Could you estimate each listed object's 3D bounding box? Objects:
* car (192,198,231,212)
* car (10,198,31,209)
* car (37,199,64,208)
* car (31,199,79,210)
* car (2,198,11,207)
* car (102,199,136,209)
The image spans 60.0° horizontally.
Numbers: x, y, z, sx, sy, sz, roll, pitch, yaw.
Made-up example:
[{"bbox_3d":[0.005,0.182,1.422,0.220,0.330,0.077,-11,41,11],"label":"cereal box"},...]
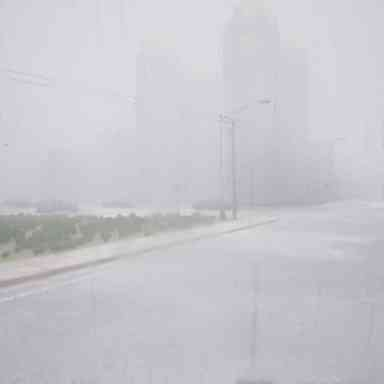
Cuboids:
[{"bbox_3d":[2.023,1.345,35.642,4.181,1.385,1.994,-1,0,35],"label":"car"},{"bbox_3d":[-24.436,1.731,49.441,5.008,1.535,1.882,-1,0,35],"label":"car"},{"bbox_3d":[-22.190,1.760,52.257,4.181,1.385,1.994,-1,0,35],"label":"car"},{"bbox_3d":[-15.274,1.600,38.099,2.242,1.667,4.611,-1,0,35],"label":"car"},{"bbox_3d":[-31.682,1.842,58.721,5.008,1.535,1.882,-1,0,34],"label":"car"},{"bbox_3d":[-9.664,1.581,43.653,4.718,1.301,1.895,-1,0,35],"label":"car"}]
